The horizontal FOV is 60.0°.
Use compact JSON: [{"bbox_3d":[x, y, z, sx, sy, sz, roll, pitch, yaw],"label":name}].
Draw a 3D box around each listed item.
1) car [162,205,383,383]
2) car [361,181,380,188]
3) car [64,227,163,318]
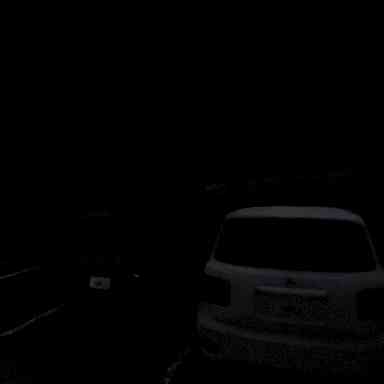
[{"bbox_3d":[1.649,1.232,5.728,2.435,2.045,5.566,0,-1,16],"label":"car"},{"bbox_3d":[8.012,-0.800,9.757,5.357,1.411,2.033,-5,-3,36],"label":"car"},{"bbox_3d":[-0.816,1.506,7.480,2.163,1.488,4.792,0,-1,16],"label":"car"}]
